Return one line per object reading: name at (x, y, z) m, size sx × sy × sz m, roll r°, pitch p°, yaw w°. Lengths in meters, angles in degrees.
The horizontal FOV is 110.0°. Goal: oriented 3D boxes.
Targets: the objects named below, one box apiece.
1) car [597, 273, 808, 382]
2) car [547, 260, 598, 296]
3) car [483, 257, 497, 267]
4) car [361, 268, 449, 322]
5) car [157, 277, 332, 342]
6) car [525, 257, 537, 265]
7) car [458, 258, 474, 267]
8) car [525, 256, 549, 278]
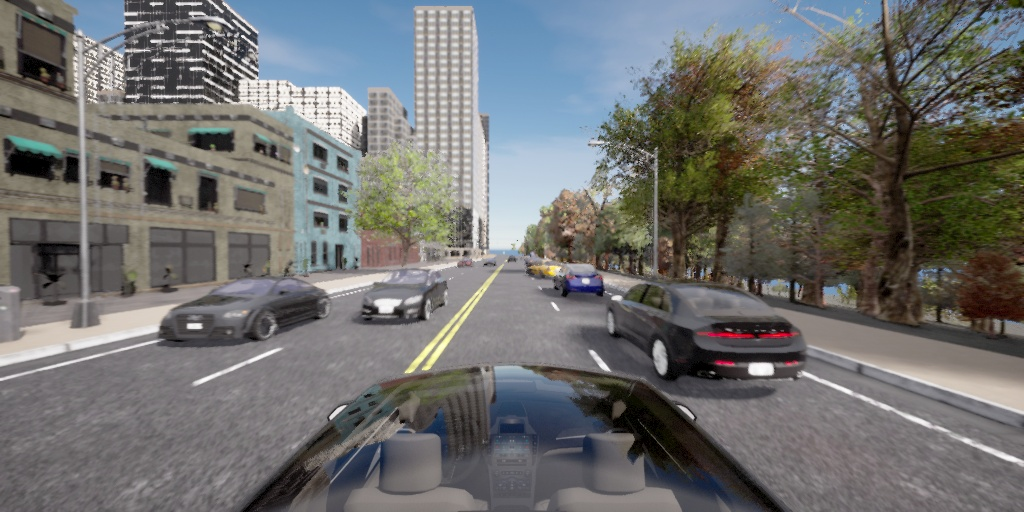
car at (3.251, 1.212, 7.101) m, size 1.837 × 1.490 × 4.892 m, roll 0°, pitch 0°, yaw 0°
car at (3.250, 1.125, 18.131) m, size 2.163 × 1.488 × 4.792 m, roll 0°, pitch 0°, yaw 0°
car at (-3.288, 0.883, 54.814) m, size 2.033 × 1.411 × 5.357 m, roll 0°, pitch 0°, yaw 1°
car at (-3.345, 1.160, 12.021) m, size 2.128 × 1.511 × 4.902 m, roll 0°, pitch 0°, yaw 0°
car at (-6.595, 1.253, 9.439) m, size 1.994 × 1.385 × 4.181 m, roll 0°, pitch 0°, yaw 0°
car at (3.248, 0.843, 62.102) m, size 1.994 × 1.385 × 4.181 m, roll 0°, pitch 0°, yaw 0°
car at (-6.551, 0.925, 51.344) m, size 1.994 × 1.385 × 4.181 m, roll 0°, pitch 1°, yaw 0°
car at (2.790, 0.984, 30.081) m, size 1.801 × 1.575 × 5.366 m, roll 0°, pitch 0°, yaw -15°
